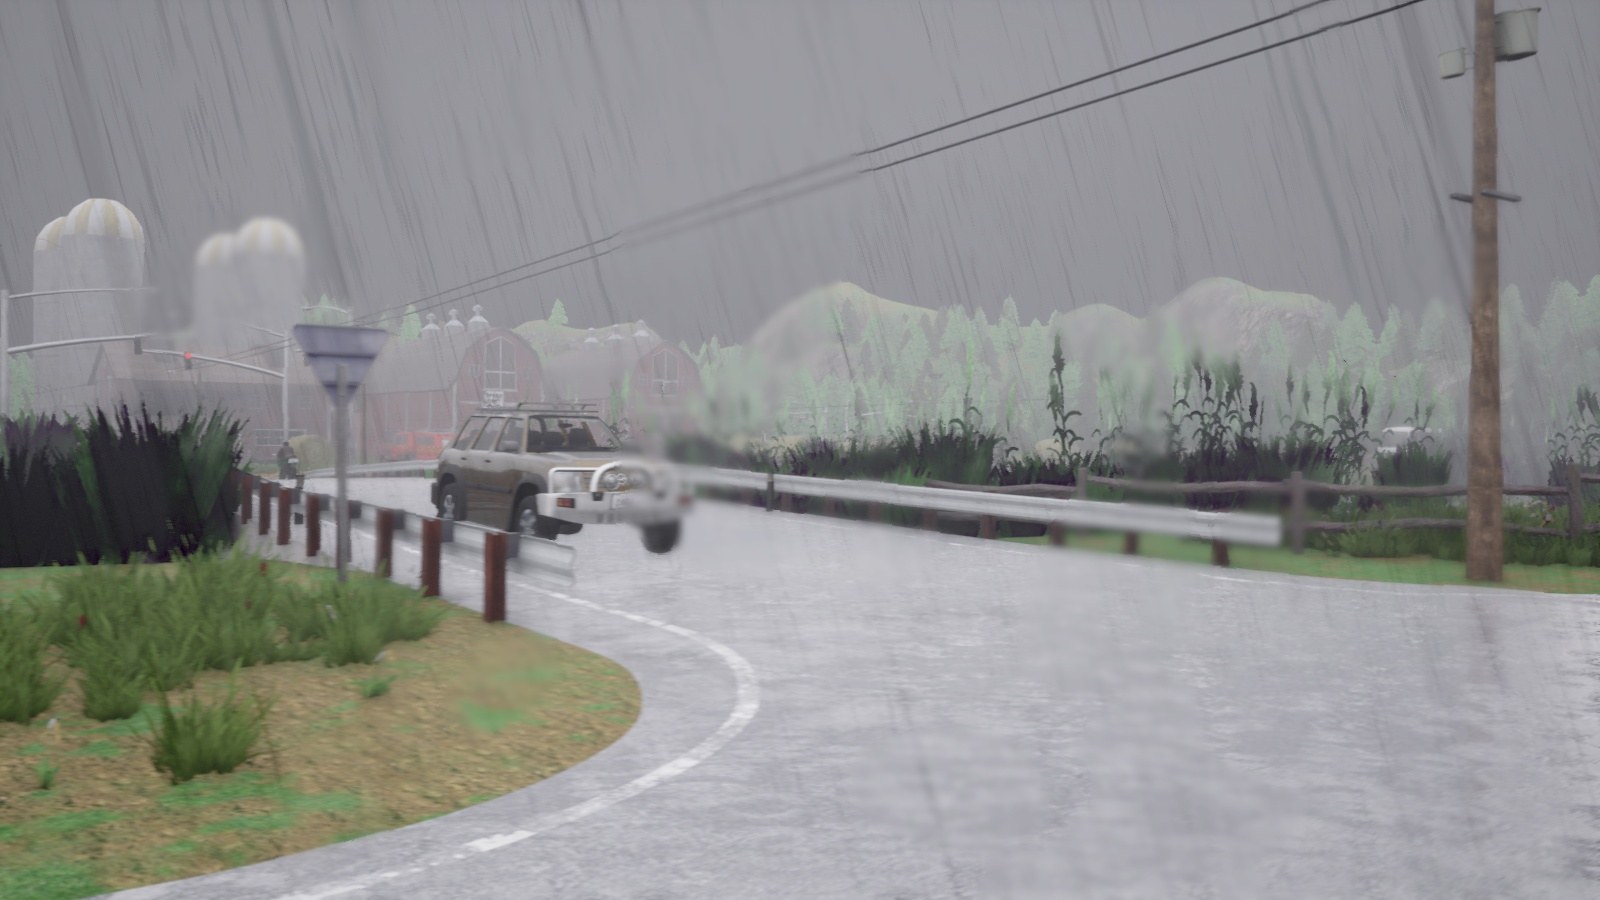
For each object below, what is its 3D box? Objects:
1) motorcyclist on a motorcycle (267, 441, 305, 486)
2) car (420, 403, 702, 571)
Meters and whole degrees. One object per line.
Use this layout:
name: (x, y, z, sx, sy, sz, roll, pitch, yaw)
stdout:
motorcyclist on a motorcycle: (-18.691, 0.509, 45.656, 0.797, 1.523, 2.044, 0, -3, -35)
car: (-3.254, 0.340, 16.277, 1.932, 1.855, 4.605, 0, 2, -34)
